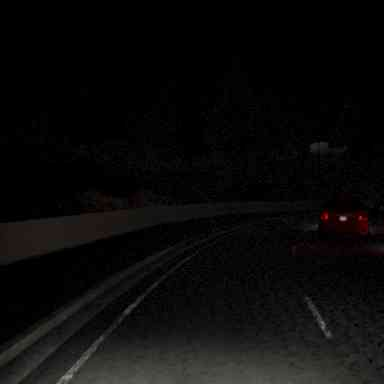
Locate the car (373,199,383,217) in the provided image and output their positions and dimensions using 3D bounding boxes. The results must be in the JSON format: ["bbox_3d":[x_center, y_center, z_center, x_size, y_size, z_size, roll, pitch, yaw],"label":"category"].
[{"bbox_3d":[19.020,1.498,32.065,4.553,1.767,2.097,0,0,-43],"label":"car"}]

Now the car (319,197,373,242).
[{"bbox_3d":[7.848,1.293,17.273,2.150,2.045,5.566,0,0,24],"label":"car"}]
